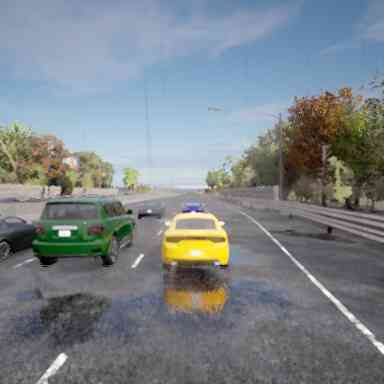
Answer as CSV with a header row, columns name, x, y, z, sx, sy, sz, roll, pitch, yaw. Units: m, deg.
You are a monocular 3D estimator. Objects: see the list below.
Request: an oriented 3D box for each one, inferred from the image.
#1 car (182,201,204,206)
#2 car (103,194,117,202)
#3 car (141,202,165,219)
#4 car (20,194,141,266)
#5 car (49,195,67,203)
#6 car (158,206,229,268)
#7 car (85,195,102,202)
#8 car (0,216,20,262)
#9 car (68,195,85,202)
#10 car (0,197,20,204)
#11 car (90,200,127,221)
name,x,y,z,sx,sy,sz,roll,pitch,yaw
car,0.106,1.474,29.016,1.812,1.442,4.674,0,0,0
car,-17.482,1.281,71.101,1.837,1.490,4.892,0,0,0
car,-3.394,1.513,28.548,1.994,1.385,4.181,0,0,0
car,-3.398,1.198,11.566,2.150,2.045,5.566,0,0,0
car,-27.982,1.433,69.660,1.812,1.442,4.674,0,0,0
car,0.100,1.454,11.235,1.882,1.535,5.008,0,0,0
car,-20.982,1.321,71.102,2.033,1.411,5.357,0,0,0
car,-6.900,1.539,11.969,1.994,1.385,4.181,0,0,0
car,-24.482,1.341,70.688,1.812,1.442,4.674,0,0,0
car,-17.586,1.297,30.568,2.097,1.767,4.553,0,0,0
car,-6.894,1.454,28.000,1.837,1.490,4.892,0,0,0
